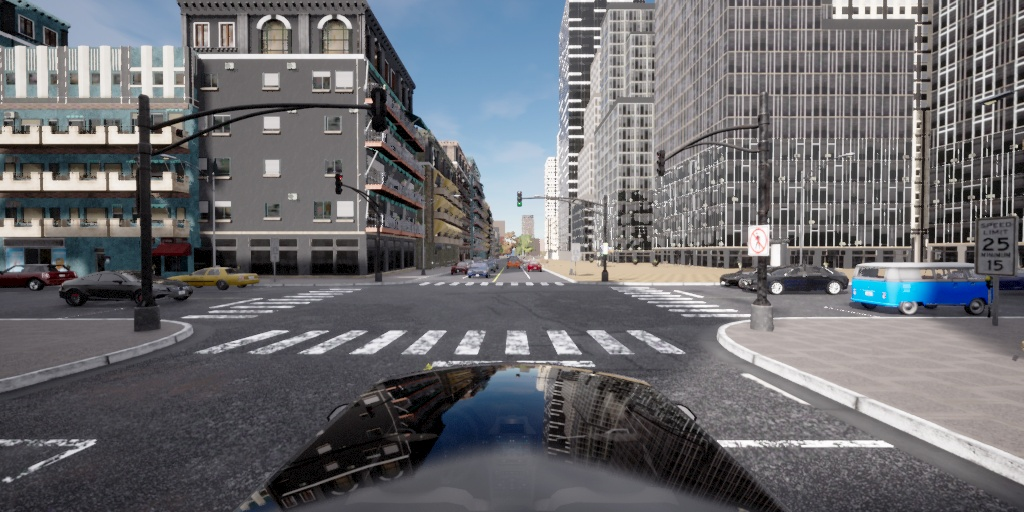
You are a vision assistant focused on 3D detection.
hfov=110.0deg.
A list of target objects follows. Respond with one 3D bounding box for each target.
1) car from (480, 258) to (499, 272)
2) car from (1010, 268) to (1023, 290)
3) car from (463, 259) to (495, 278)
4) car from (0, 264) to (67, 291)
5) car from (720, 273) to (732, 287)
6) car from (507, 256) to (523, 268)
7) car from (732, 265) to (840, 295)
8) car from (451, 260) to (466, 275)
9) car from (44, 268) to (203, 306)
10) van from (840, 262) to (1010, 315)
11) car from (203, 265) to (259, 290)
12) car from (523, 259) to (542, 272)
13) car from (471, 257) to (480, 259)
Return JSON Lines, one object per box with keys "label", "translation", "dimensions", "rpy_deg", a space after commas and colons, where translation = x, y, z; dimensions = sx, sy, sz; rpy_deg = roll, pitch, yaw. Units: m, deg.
{"label": "car", "translation": [-2.979, 1.318, 43.982], "dimensions": [1.994, 1.385, 4.181], "rpy_deg": [0, 0, 0]}
{"label": "car", "translation": [24.712, 1.200, 18.697], "dimensions": [4.674, 1.442, 1.812], "rpy_deg": [0, 1, 0]}
{"label": "car", "translation": [-3.010, 1.300, 33.949], "dimensions": [2.033, 1.411, 5.357], "rpy_deg": [0, 0, 0]}
{"label": "car", "translation": [-28.726, 1.194, 21.364], "dimensions": [4.097, 1.591, 1.967], "rpy_deg": [0, 0, 0]}
{"label": "car", "translation": [14.730, 1.220, 21.312], "dimensions": [4.313, 1.339, 1.948], "rpy_deg": [0, 0, 0]}
{"label": "car", "translation": [0.260, 1.114, 58.782], "dimensions": [2.097, 1.767, 4.553], "rpy_deg": [0, 0, 0]}
{"label": "car", "translation": [14.639, 1.198, 18.711], "dimensions": [4.892, 1.490, 1.837], "rpy_deg": [0, 1, 0]}
{"label": "car", "translation": [-5.585, 1.298, 39.400], "dimensions": [1.888, 1.381, 4.507], "rpy_deg": [0, 0, 0]}
{"label": "car", "translation": [-16.651, 1.335, 15.549], "dimensions": [4.674, 1.442, 1.812], "rpy_deg": [0, 1, 0]}
{"label": "van", "translation": [14.720, 1.119, 12.932], "dimensions": [3.998, 1.789, 1.690], "rpy_deg": [0, 0, 0]}
{"label": "car", "translation": [-17.828, 1.251, 21.351], "dimensions": [4.829, 1.417, 1.751], "rpy_deg": [0, 0, 0]}
{"label": "car", "translation": [2.778, 1.299, 45.082], "dimensions": [1.888, 1.381, 4.507], "rpy_deg": [0, 0, 0]}
{"label": "car", "translation": [-5.570, 1.194, 45.048], "dimensions": [1.967, 1.591, 4.097], "rpy_deg": [0, 0, 0]}
